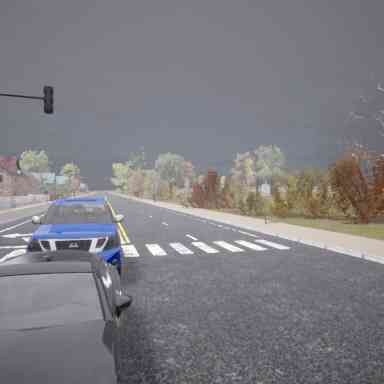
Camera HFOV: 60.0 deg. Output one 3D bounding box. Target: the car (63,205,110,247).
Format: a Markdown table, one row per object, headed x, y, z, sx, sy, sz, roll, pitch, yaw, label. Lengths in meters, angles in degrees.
| x | y | z | sx | sy | sz | roll | pitch | yaw | label |
| --- | --- | --- | --- | --- | --- | --- | --- | --- | --- |
| -4.985 | 1.498 | 16.115 | 1.837 | 1.490 | 4.892 | 0 | 0 | -15 | car |

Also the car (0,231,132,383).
| x | y | z | sx | sy | sz | roll | pitch | yaw | label |
| --- | --- | --- | --- | --- | --- | --- | --- | --- | --- |
| -1.734 | 1.524 | 3.941 | 1.812 | 1.442 | 4.674 | 0 | 0 | -13 | car |

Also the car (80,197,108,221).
| x | y | z | sx | sy | sz | roll | pitch | yaw | label |
| --- | --- | --- | --- | --- | --- | --- | --- | --- | --- |
| -8.069 | 1.337 | 27.605 | 2.097 | 1.767 | 4.553 | 0 | 0 | -15 | car |

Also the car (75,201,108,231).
| x | y | z | sx | sy | sz | roll | pitch | yaw | label |
| --- | --- | --- | --- | --- | --- | --- | --- | --- | --- |
| -6.531 | 1.468 | 21.866 | 1.882 | 1.535 | 5.008 | 0 | 0 | -15 | car |

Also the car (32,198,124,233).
| x | y | z | sx | sy | sz | roll | pitch | yaw | label |
| --- | --- | --- | --- | --- | --- | --- | --- | --- | --- |
| -3.350 | 1.218 | 10.036 | 2.150 | 2.045 | 5.566 | 0 | 0 | -15 | car |
